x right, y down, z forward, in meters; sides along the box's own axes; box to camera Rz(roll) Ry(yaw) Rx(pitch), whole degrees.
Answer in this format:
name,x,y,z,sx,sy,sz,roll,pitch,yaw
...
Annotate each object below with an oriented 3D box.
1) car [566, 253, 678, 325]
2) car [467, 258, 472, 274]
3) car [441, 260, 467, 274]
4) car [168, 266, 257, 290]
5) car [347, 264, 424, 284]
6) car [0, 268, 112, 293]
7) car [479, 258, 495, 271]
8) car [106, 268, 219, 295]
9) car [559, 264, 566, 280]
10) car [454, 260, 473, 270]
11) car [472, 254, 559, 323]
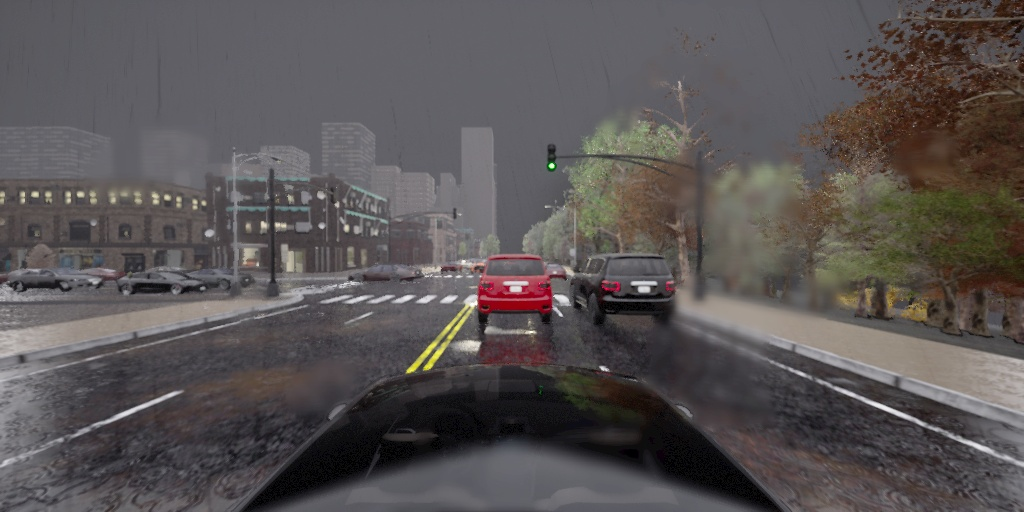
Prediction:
name,x,y,z,sx,sy,sz,roll,pitch,yaw
car,3.353,0.946,11.775,2.150,2.045,5.566,0,0,0
car,-3.345,1.008,39.717,2.097,1.767,4.553,0,0,0
car,-6.607,1.256,39.941,1.895,1.301,4.718,0,0,1
car,-19.171,1.478,23.325,4.181,1.385,1.994,-1,1,0
car,-9.160,1.258,26.098,5.357,1.411,2.033,-1,0,13
car,-29.544,1.524,23.338,4.902,1.511,2.128,-1,1,0
car,-3.327,1.110,48.877,1.882,1.535,5.008,0,0,0
car,-19.947,1.521,20.622,4.313,1.339,1.948,0,0,0
car,3.349,1.245,30.051,1.994,1.385,4.181,0,0,0
car,-6.573,1.232,49.108,1.895,1.301,4.718,0,0,0
car,0.037,0.949,12.171,2.150,2.045,5.566,0,0,-1
